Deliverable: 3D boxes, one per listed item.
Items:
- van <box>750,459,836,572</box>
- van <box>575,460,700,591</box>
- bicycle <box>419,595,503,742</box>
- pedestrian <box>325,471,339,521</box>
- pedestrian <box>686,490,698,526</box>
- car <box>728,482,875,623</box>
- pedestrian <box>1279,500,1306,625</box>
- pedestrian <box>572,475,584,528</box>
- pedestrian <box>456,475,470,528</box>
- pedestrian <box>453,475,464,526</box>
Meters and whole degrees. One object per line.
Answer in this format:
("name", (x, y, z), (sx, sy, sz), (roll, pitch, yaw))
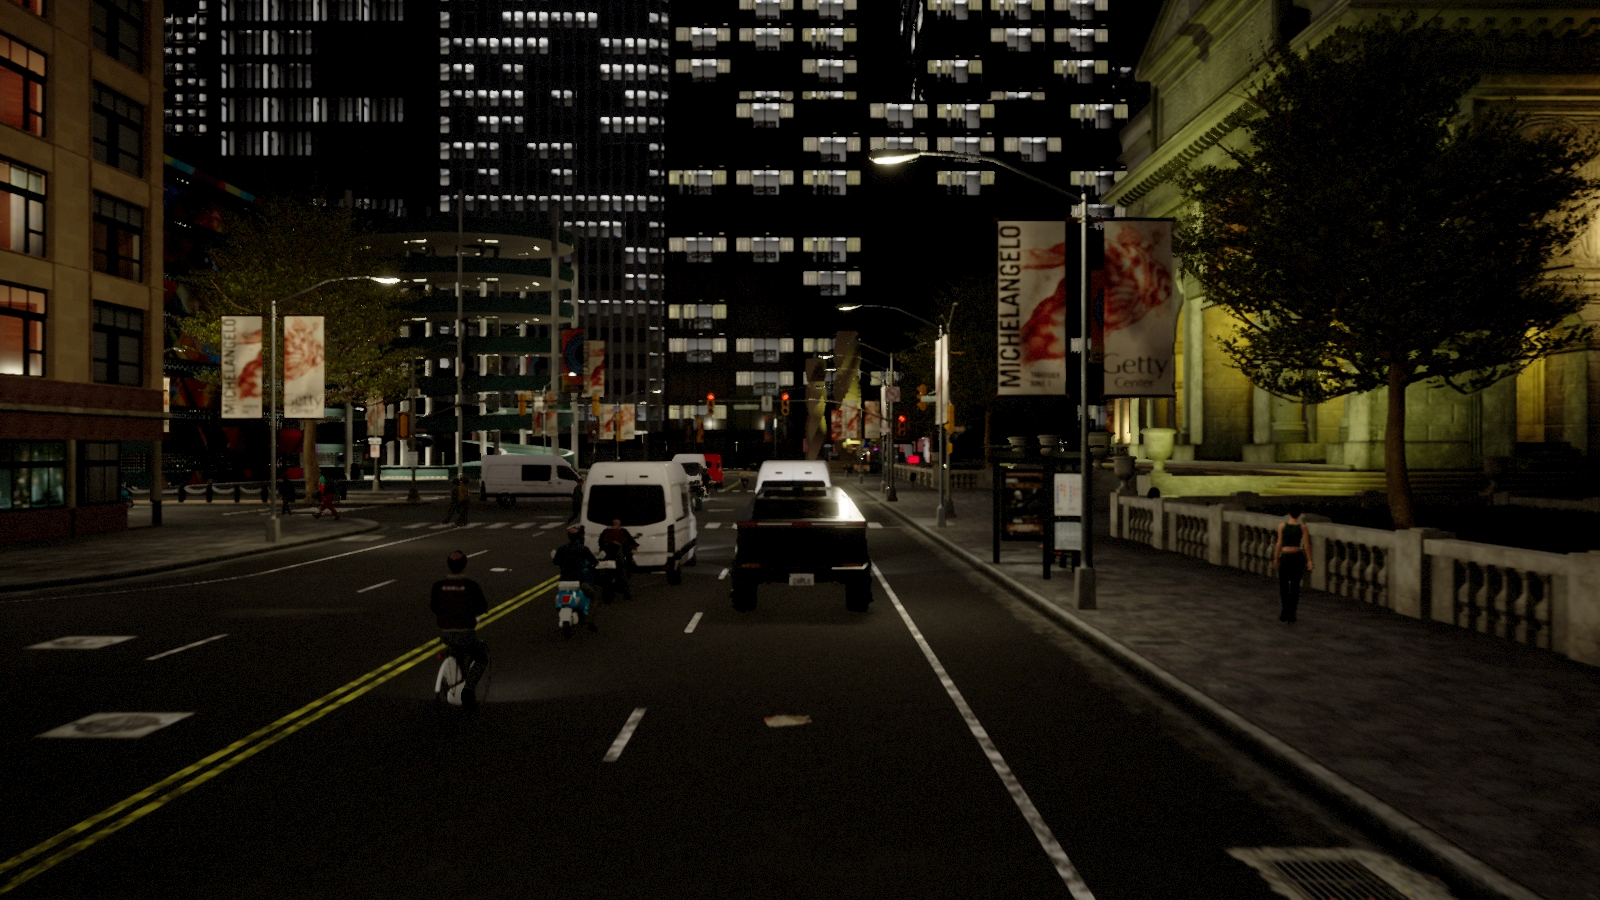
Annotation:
("van", (-0.082, 1.534, 29.255), (1.988, 2.561, 5.915), (0, 0, 2))
("van", (-3.488, 1.534, 25.712), (1.988, 2.561, 5.915), (0, 0, 0))
("bicycle", (-3.493, 2.210, 11.884), (0.329, 1.171, 1.835), (0, 0, 0))
("pedestrian", (-17.271, 1.697, 42.191), (0.375, 1.860, 0.375), (0, 0, 1))
("pedestrian", (-3.949, 2.128, 41.750), (0.375, 1.300, 0.375), (0, 0, 6))
("car", (0.025, 1.753, 21.696), (2.390, 2.098, 6.274), (0, 0, 0))
("pedestrian", (7.493, 1.698, 17.397), (0.375, 1.860, 0.375), (0, 0, 22))
("pedestrian", (-7.961, 1.849, 41.027), (0.375, 1.860, 0.375), (0, 0, 0))
("pedestrian", (-12.136, 1.849, 41.168), (0.375, 1.860, 0.375), (0, 0, 6))
("pedestrian", (-12.520, 1.849, 41.891), (0.375, 1.860, 0.375), (0, 0, -12))
